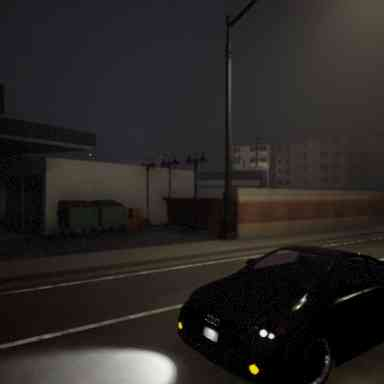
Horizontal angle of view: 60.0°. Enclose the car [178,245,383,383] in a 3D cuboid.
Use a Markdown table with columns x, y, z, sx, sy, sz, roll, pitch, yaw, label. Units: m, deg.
| x | y | z | sx | sy | sz | roll | pitch | yaw | label |
| --- | --- | --- | --- | --- | --- | --- | --- | --- | --- |
| 1.861 | 1.600 | 5.294 | 4.181 | 1.385 | 1.994 | 0 | 0 | -35 | car |
